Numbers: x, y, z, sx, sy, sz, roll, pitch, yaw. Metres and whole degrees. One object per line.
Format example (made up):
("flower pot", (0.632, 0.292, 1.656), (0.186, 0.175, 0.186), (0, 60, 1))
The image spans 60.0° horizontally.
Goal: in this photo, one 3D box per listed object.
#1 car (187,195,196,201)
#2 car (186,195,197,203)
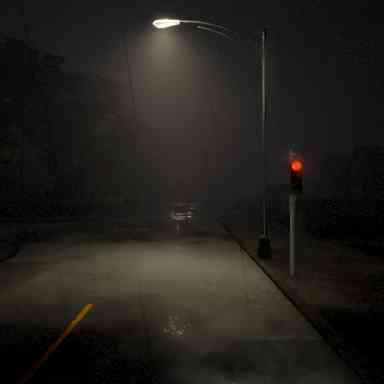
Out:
("car", (-0.084, 1.427, 77.535), (1.895, 1.301, 4.718), (0, 0, 0))
("car", (-0.073, 1.525, 67.501), (1.812, 1.442, 4.674), (0, 0, 0))
